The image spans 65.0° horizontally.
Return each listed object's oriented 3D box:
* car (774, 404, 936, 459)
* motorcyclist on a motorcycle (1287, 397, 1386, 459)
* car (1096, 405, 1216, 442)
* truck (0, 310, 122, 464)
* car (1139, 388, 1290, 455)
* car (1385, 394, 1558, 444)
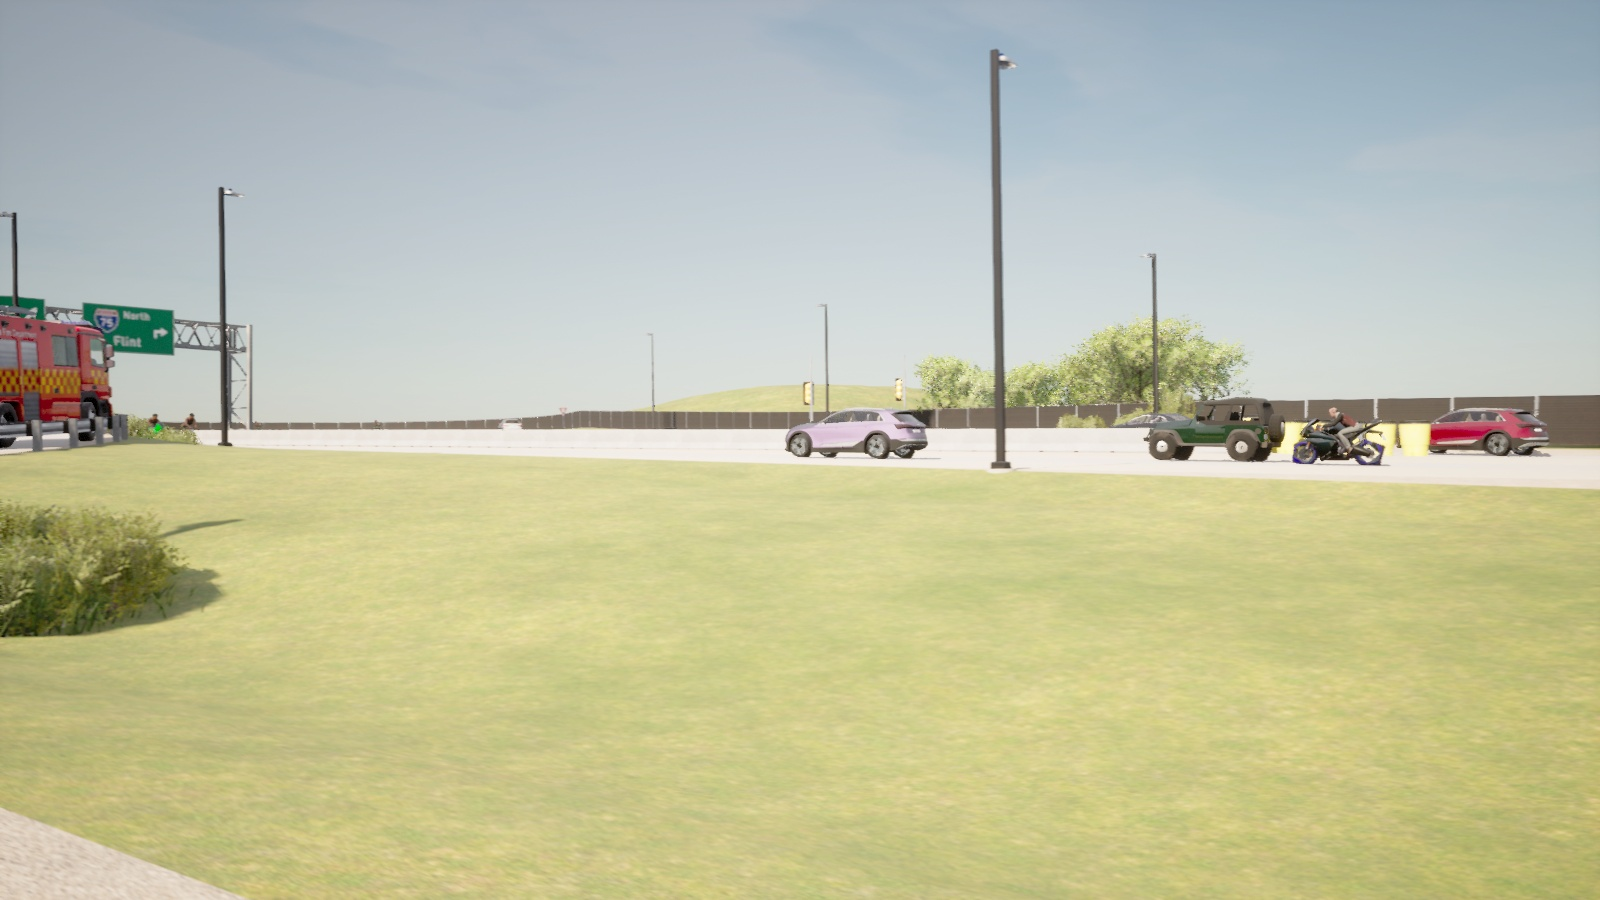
[{"bbox_3d":[1.743,-0.573,40.386,4.856,1.649,2.033,0,1,34],"label":"car"},{"bbox_3d":[13.751,-0.557,32.200,2.191,1.530,0.866,0,1,34],"label":"motorcyclist on a motorcycle"},{"bbox_3d":[15.493,-1.164,54.950,2.128,1.511,4.902,-2,2,-32],"label":"car"},{"bbox_3d":[-21.836,-1.670,34.329,2.891,3.827,8.468,-1,2,-8],"label":"truck"},{"bbox_3d":[12.333,-0.829,37.398,3.866,1.878,1.905,0,1,34],"label":"car"},{"bbox_3d":[23.083,-1.052,43.364,2.033,1.649,4.856,-2,1,-35],"label":"car"}]
